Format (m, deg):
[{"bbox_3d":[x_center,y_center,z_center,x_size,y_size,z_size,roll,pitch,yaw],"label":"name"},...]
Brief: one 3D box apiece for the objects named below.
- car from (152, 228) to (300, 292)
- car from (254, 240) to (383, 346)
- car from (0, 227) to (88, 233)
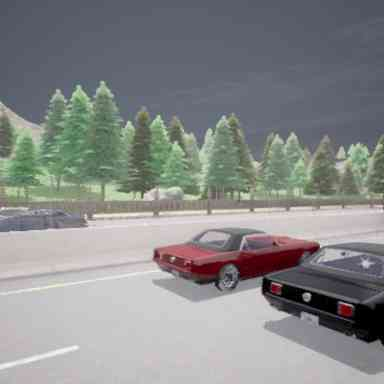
[{"bbox_3d":[1.417,1.637,9.049,4.718,1.301,1.895,0,0,-35],"label":"car"},{"bbox_3d":[3.588,1.638,6.298,4.718,1.301,1.895,0,0,-35],"label":"car"},{"bbox_3d":[-6.528,1.557,12.234,5.357,1.411,2.033,0,0,-35],"label":"car"}]
